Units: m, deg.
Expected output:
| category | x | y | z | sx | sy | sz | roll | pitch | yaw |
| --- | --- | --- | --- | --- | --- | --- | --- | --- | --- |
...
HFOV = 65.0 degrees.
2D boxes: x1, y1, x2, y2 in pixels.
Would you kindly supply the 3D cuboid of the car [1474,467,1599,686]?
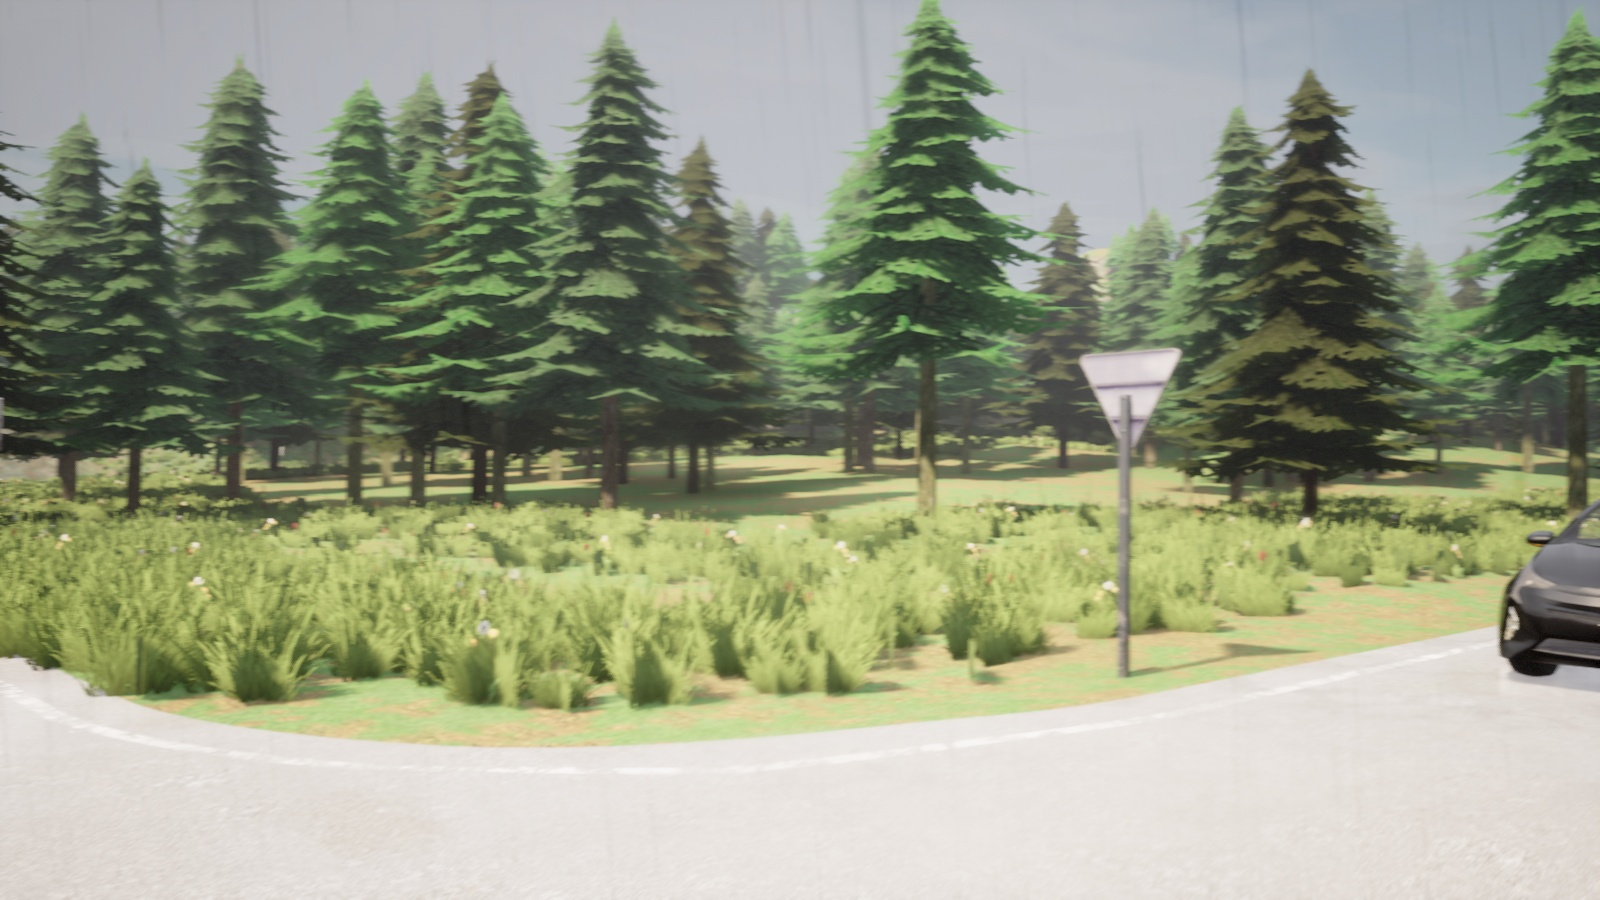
| category | x | y | z | sx | sy | sz | roll | pitch | yaw |
| --- | --- | --- | --- | --- | --- | --- | --- | --- | --- |
| car | 7.370 | 0.919 | 10.152 | 4.514 | 1.525 | 2.007 | 1 | -2 | -43 |
